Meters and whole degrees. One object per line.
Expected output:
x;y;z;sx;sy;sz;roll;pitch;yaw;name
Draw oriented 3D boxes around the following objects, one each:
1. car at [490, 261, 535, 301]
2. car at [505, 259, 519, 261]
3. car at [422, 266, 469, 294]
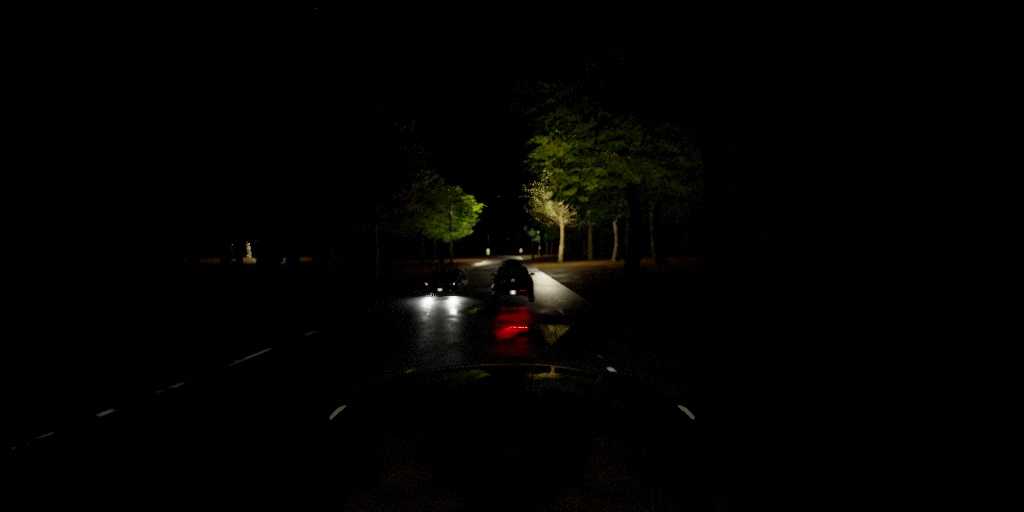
0.040;1.200;16.983;1.837;1.490;4.892;-1;1;0;car
0.039;1.059;34.474;1.837;1.490;4.892;-1;1;0;car
-3.540;1.256;20.174;2.033;1.411;5.357;-1;0;0;car
